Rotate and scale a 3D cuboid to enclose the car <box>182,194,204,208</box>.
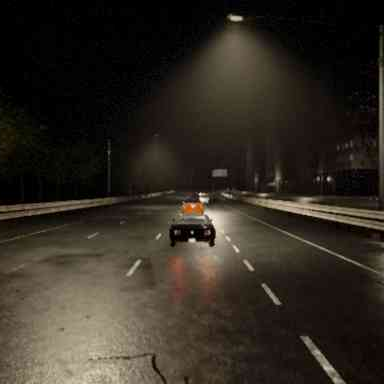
[{"bbox_3d":[0.108,1.387,33.045,2.097,1.767,4.553,0,0,0],"label":"car"}]

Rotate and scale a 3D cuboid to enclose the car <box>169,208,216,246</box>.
[{"bbox_3d":[0.021,1.642,15.447,1.895,1.301,4.718,0,0,0],"label":"car"}]

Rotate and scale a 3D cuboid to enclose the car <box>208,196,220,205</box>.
[{"bbox_3d":[3.971,1.475,60.289,1.837,1.490,4.892,0,1,1],"label":"car"}]
